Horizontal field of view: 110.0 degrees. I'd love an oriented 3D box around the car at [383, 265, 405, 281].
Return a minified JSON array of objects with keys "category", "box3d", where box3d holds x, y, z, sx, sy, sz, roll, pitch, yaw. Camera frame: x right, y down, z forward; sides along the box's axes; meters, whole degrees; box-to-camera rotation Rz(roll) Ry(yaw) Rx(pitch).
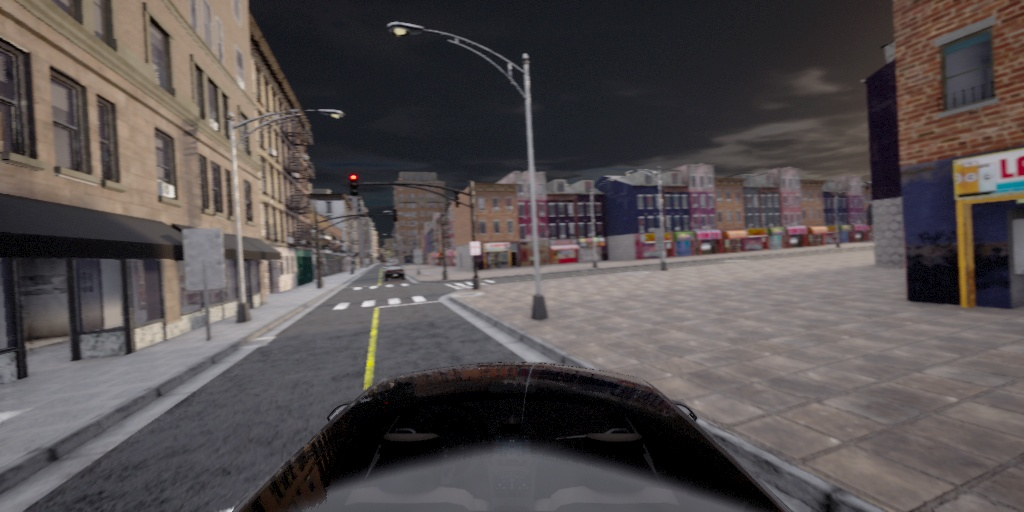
[{"category":"car","box3d":[-12.169,1.722,37.105,1.882,1.535,5.008,-3,1,-20]}]
